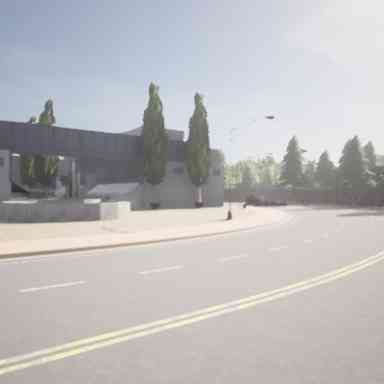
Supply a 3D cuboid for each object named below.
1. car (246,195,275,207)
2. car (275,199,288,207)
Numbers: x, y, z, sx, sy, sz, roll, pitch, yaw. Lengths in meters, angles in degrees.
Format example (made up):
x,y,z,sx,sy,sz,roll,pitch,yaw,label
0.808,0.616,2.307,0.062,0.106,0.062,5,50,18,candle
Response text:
x,y,z,sx,sy,sz,roll,pitch,yaw,label
11.198,1.491,56.602,2.150,2.045,5.566,0,-1,-19,car
14.555,1.890,57.505,1.895,1.301,4.718,0,0,-19,car
